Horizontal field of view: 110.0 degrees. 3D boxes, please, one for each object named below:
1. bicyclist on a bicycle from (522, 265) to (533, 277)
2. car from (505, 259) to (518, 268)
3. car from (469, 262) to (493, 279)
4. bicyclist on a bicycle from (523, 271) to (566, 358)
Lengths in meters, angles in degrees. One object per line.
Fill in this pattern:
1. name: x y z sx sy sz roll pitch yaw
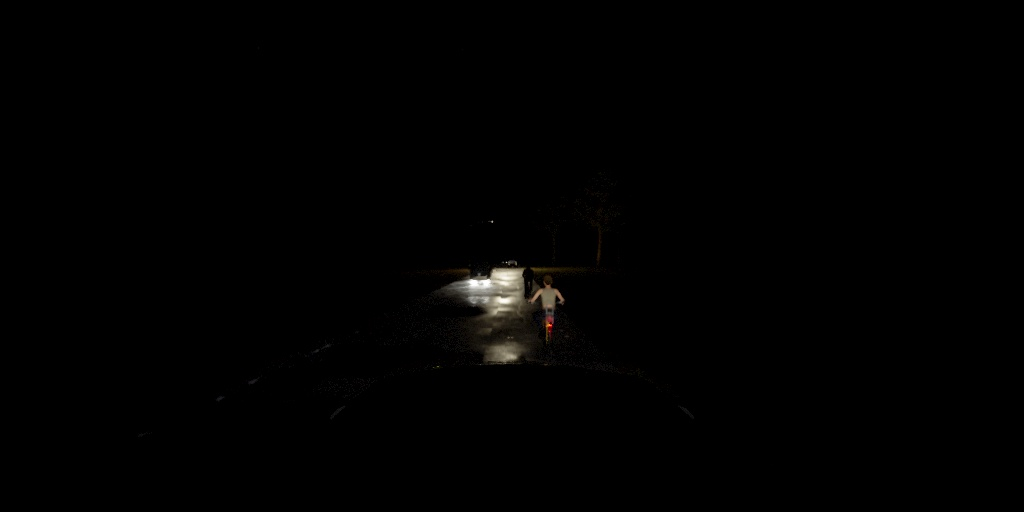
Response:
1. bicyclist on a bicycle: 0.759 1.251 16.694 0.582 1.620 1.656 0 -1 0
2. car: 0.104 1.527 64.086 1.895 1.301 4.718 0 0 0
3. car: -2.847 1.341 33.732 2.128 1.511 4.902 0 0 0
4. bicyclist on a bicycle: 0.747 1.206 7.592 0.866 1.612 1.509 0 0 0
